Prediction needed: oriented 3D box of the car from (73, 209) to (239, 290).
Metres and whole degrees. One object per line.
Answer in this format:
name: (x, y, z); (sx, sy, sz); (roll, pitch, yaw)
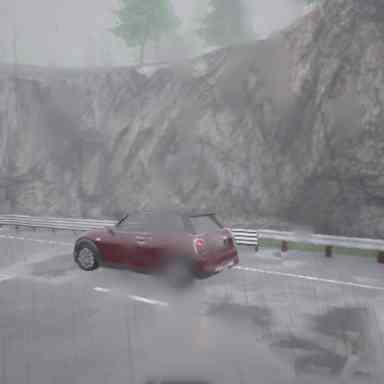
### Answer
car: (-1.120, 1.249, 9.024); (4.553, 1.767, 2.097); (0, 1, 33)
